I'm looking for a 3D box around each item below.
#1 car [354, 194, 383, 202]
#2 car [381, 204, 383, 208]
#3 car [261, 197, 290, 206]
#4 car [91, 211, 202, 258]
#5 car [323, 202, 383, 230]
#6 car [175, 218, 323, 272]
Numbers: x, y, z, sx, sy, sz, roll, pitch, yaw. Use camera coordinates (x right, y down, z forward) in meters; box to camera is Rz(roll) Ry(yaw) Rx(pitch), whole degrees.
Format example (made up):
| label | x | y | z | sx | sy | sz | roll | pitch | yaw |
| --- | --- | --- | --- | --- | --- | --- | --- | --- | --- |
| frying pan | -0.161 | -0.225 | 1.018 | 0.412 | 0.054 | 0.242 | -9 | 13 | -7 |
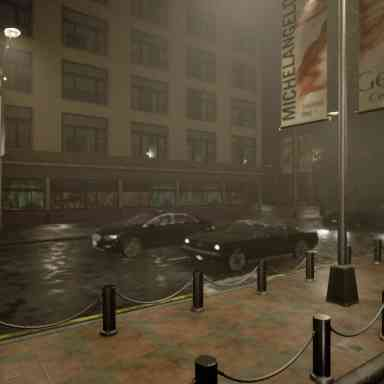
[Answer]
| label | x | y | z | sx | sy | sz | roll | pitch | yaw |
| --- | --- | --- | --- | --- | --- | --- | --- | --- | --- |
| car | 22.930 | 1.219 | 40.996 | 5.566 | 2.045 | 2.150 | 0 | 0 | 35 |
| car | 13.061 | 1.506 | 18.950 | 4.892 | 1.490 | 1.837 | 0 | 0 | -36 |
| car | 13.315 | 1.491 | 53.232 | 2.128 | 1.511 | 4.902 | 0 | 0 | -37 |
| car | -1.355 | 1.491 | 12.872 | 4.902 | 1.511 | 2.128 | 0 | 0 | -36 |
| car | 10.122 | 1.564 | 21.144 | 4.181 | 1.385 | 1.994 | 0 | 0 | -36 |
| car | 2.009 | 1.601 | 10.980 | 4.718 | 1.301 | 1.895 | 0 | 0 | -36 |
